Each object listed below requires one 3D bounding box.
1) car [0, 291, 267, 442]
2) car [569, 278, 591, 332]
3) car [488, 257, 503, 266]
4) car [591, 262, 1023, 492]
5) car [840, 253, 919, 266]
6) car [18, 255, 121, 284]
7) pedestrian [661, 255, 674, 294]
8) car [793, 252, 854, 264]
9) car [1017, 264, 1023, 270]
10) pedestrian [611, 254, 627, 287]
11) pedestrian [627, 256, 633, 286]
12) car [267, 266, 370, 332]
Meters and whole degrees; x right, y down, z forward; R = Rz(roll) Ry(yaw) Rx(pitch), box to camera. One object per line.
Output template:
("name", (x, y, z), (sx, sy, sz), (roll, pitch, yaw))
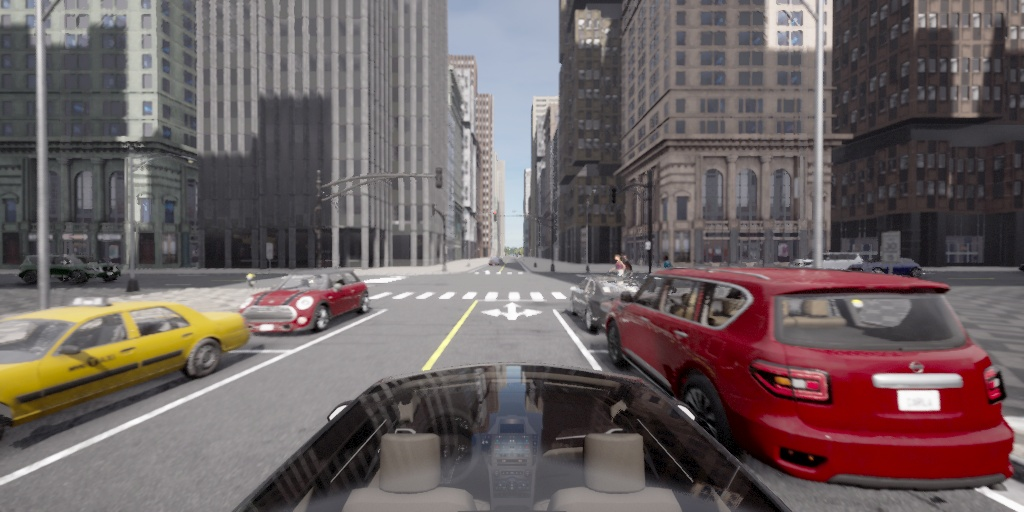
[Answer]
("car", (-5.763, 1.257, 4.654), (1.751, 1.417, 4.829), (0, 0, 0))
("car", (2.762, 1.248, 10.427), (2.007, 1.370, 4.403), (0, 0, 0))
("car", (-2.877, 0.954, 59.886), (2.033, 1.411, 5.357), (0, 0, 1))
("car", (2.762, 1.046, 4.825), (2.192, 1.841, 5.009), (0, 0, 0))
("car", (30.214, 0.845, 29.238), (4.553, 1.767, 2.097), (0, 1, 0))
("car", (-31.733, 0.920, 25.824), (5.566, 2.045, 2.150), (0, 1, 0))
("pedestrian", (7.085, 0.810, 16.499), (0.375, 1.860, 0.375), (0, 1, 0))
("car", (28.504, 0.685, 32.490), (5.566, 2.045, 2.150), (0, 1, 0))
("car", (49.178, 1.015, 32.387), (4.718, 1.301, 1.895), (0, 1, 0))
("pedestrian", (4.727, 0.808, 15.899), (0.375, 1.860, 0.375), (0, 1, 0))
("pedestrian", (5.414, 0.803, 17.098), (0.375, 1.860, 0.375), (0, 1, 0))
("car", (-5.763, 1.137, 10.426), (1.967, 1.591, 4.097), (0, 0, 0))
